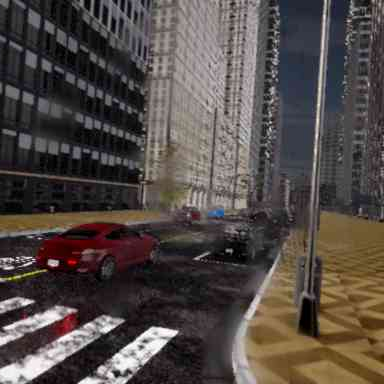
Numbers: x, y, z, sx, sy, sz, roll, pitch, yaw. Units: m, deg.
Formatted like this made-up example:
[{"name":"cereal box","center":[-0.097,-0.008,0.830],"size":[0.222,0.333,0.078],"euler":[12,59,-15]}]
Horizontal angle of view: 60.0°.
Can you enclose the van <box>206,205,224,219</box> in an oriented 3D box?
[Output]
[{"name":"van","center":[3.140,2.614,44.408],"size":[1.690,1.788,3.998],"euler":[3,-1,19]}]

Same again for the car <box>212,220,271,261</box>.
[{"name":"car","center":[2.143,2.135,14.955],"size":[2.008,1.369,4.403],"euler":[3,-1,19]}]

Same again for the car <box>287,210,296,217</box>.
[{"name":"car","center":[23.674,5.036,79.085],"size":[1.947,1.339,4.313],"euler":[3,-1,19]}]

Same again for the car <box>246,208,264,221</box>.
[{"name":"car","center":[8.621,3.110,42.744],"size":[1.882,1.535,5.008],"euler":[4,-1,19]}]

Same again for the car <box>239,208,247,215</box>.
[{"name":"car","center":[10.342,3.817,65.761],"size":[1.802,1.307,4.206],"euler":[3,-1,19]}]

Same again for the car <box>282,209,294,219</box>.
[{"name":"car","center":[18.268,4.189,63.065],"size":[1.967,1.590,4.097],"euler":[3,-1,19]}]

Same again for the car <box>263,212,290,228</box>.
[{"name":"car","center":[9.238,3.110,36.357],"size":[1.947,1.339,4.313],"euler":[3,-1,19]}]

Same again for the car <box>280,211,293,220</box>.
[{"name":"car","center":[16.454,4.090,57.721],"size":[1.802,1.307,4.206],"euler":[3,-1,19]}]

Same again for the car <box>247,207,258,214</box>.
[{"name":"car","center":[13.950,4.282,76.440],"size":[1.947,1.339,4.313],"euler":[3,-1,19]}]

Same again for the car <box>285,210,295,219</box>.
[{"name":"car","center":[14.651,3.833,52.380],"size":[1.947,1.339,4.313],"euler":[3,-1,19]}]

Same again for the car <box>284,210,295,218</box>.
[{"name":"car","center":[20.064,4.555,68.403],"size":[1.947,1.339,4.313],"euler":[3,-1,19]}]

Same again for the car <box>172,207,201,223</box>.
[{"name":"car","center":[-0.474,2.230,33.726],"size":[1.967,1.590,4.097],"euler":[3,-1,19]}]

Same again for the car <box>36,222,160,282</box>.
[{"name":"car","center":[-2.618,1.670,10.333],"size":[1.812,1.442,4.674],"euler":[3,-1,20]}]
